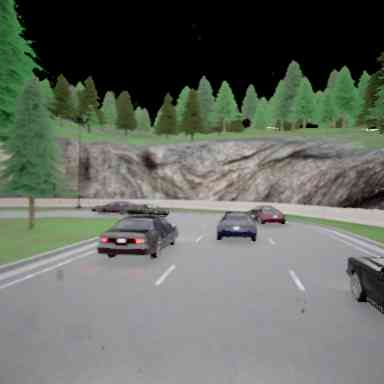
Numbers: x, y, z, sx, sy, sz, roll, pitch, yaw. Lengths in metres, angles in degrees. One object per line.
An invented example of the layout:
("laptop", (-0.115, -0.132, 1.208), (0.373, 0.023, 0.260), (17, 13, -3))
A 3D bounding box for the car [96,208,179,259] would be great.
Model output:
("car", (-1.847, 1.589, 12.878), (2.033, 1.411, 5.357), (1, 0, 8))

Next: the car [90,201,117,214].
("car", (-7.801, 1.630, 34.901), (5.357, 1.411, 2.033), (1, 0, 9))

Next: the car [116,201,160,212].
("car", (-4.286, 1.696, 29.479), (4.718, 1.301, 1.895), (0, 0, 42))

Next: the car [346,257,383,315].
("car", (4.139, 1.673, 5.374), (1.895, 1.301, 4.718), (1, 0, 8))

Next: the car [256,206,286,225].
("car", (5.559, 1.750, 25.964), (1.994, 1.385, 4.181), (1, 0, -13))

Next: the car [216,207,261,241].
("car", (2.369, 1.676, 17.629), (1.994, 1.385, 4.181), (1, 0, 8))
